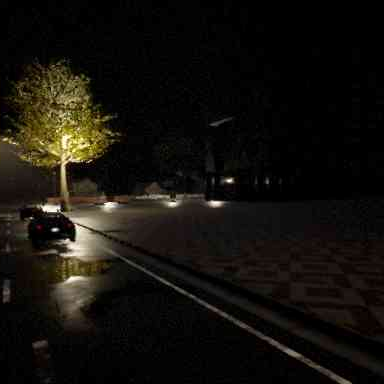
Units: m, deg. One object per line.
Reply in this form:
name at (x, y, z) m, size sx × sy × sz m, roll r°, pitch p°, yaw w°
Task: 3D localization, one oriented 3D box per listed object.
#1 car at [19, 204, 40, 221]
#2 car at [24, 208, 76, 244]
car at (-15.548, 1.923, 32.143) m, size 2.128 × 1.511 × 4.902 m, roll 0°, pitch -1°, yaw -29°
car at (-7.188, 1.716, 16.873) m, size 1.994 × 1.385 × 4.181 m, roll 0°, pitch 0°, yaw -29°
